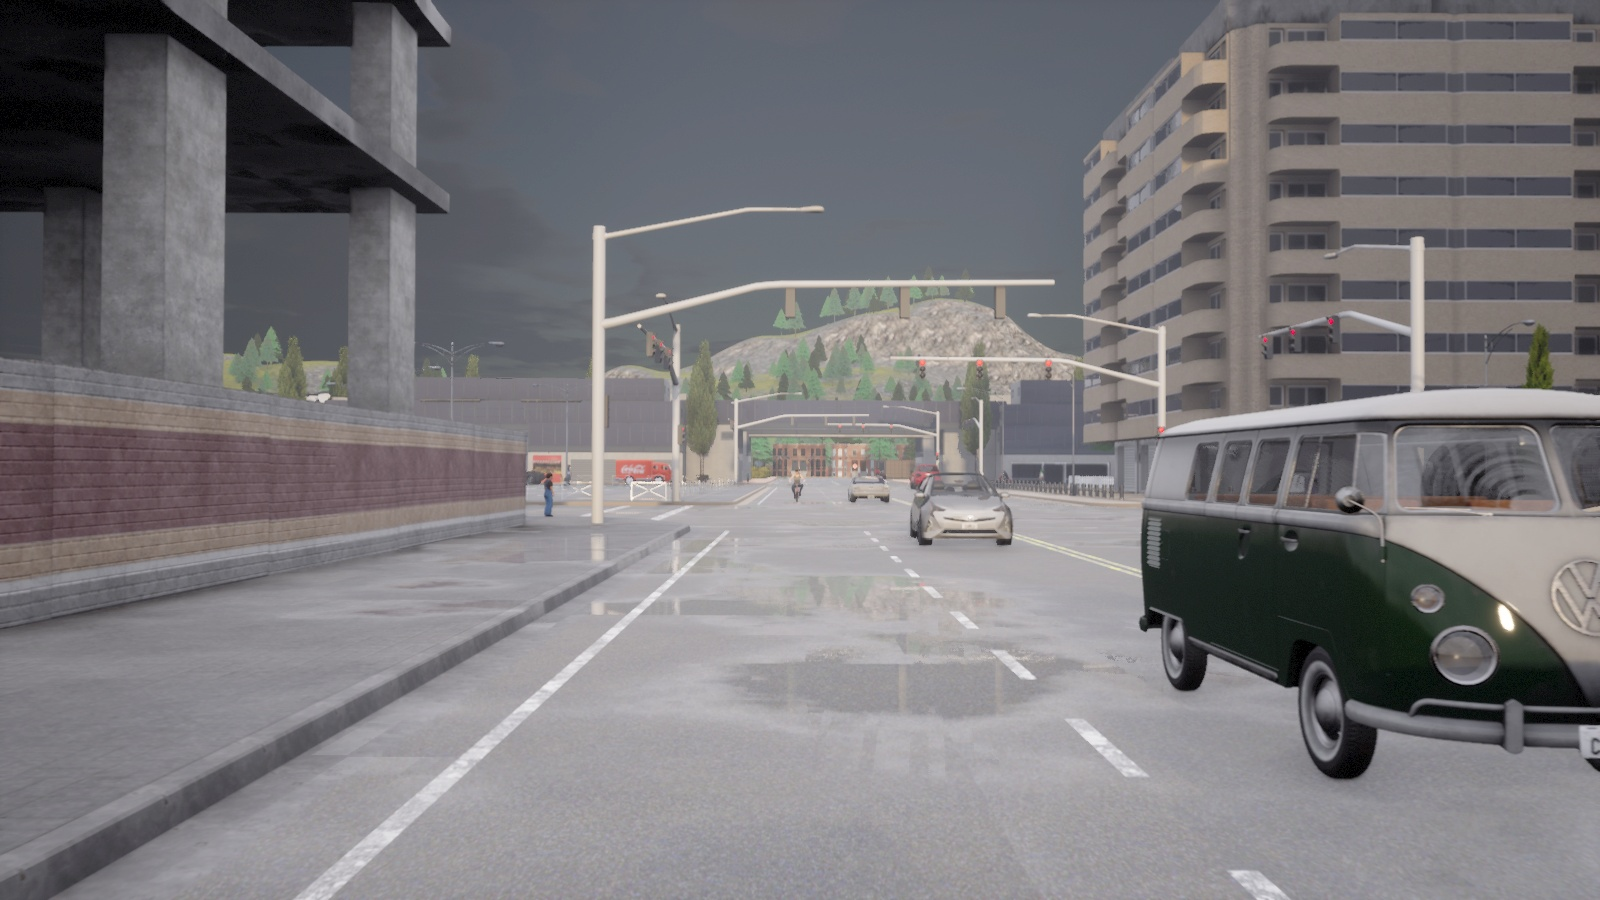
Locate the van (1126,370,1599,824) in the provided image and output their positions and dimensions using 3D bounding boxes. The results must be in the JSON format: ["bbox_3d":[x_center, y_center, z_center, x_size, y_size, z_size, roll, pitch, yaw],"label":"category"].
[{"bbox_3d":[3.483,0.678,7.737,1.775,1.987,4.442,0,-1,0],"label":"van"}]

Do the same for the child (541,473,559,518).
[{"bbox_3d":[-7.165,1.303,35.962,0.437,1.263,0.270,0,-1,-36],"label":"child"}]

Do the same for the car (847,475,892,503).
[{"bbox_3d":[3.366,1.898,61.428,1.895,1.301,4.718,0,-1,0],"label":"car"}]

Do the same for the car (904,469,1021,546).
[{"bbox_3d":[3.434,1.191,27.338,2.007,1.525,4.514,0,-1,0],"label":"car"}]
